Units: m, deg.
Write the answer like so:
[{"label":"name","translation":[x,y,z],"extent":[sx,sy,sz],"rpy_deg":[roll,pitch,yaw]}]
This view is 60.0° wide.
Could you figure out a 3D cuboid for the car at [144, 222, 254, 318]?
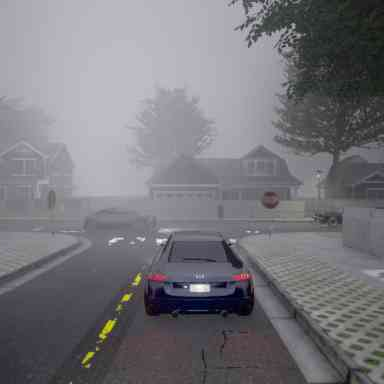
[{"label":"car","translation":[0.105,1.562,7.514],"extent":[1.994,1.385,4.181],"rpy_deg":[0,0,-1]}]

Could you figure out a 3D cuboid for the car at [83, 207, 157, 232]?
[{"label":"car","translation":[-4.152,1.556,19.473],"extent":[4.181,1.385,1.994],"rpy_deg":[0,0,-1]}]

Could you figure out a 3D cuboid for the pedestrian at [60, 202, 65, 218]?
[{"label":"pedestrian","translation":[-9.823,1.338,25.255],"extent":[0.375,1.300,0.375],"rpy_deg":[0,0,-1]}]

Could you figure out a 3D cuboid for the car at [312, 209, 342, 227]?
[{"label":"car","translation":[10.751,1.632,22.602],"extent":[4.718,1.301,1.895],"rpy_deg":[0,1,-1]}]
